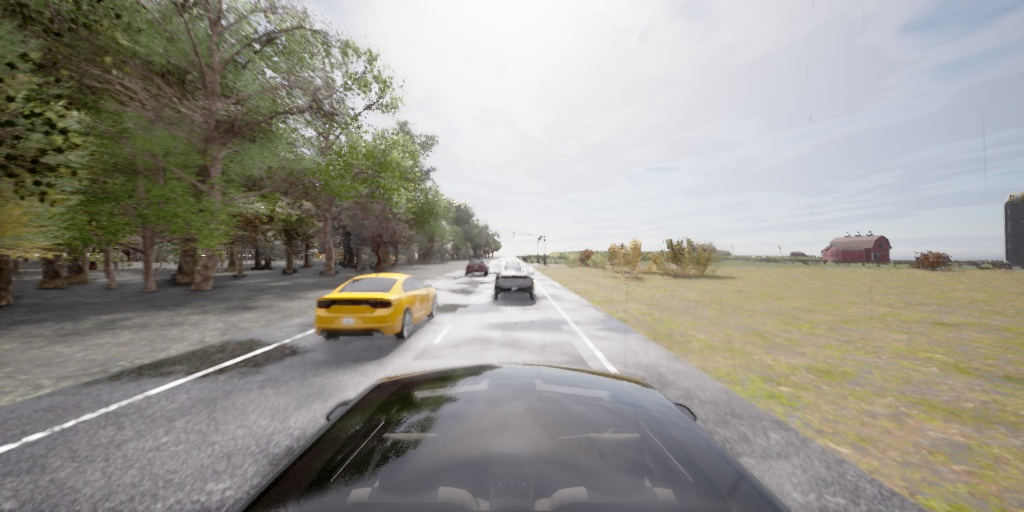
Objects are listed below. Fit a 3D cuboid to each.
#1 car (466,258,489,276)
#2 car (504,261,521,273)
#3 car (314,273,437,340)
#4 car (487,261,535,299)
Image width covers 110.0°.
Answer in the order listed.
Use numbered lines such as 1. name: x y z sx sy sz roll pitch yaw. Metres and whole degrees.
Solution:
1. car: -3.399 1.009 36.193 2.097 1.767 4.553 0 0 0
2. car: 0.101 1.239 41.995 1.895 1.301 4.718 0 0 0
3. car: -3.399 1.207 9.921 1.882 1.535 5.008 0 0 0
4. car: 0.101 1.200 17.725 2.128 1.511 4.902 0 0 0
